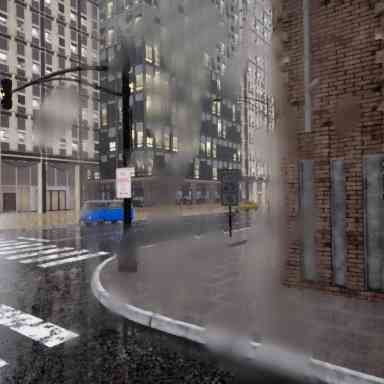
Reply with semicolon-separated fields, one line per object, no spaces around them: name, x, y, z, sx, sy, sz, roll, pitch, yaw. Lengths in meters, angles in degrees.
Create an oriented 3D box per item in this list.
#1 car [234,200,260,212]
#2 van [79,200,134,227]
car;6.885;1.689;41.355;1.752;1.417;4.829;-2;-1;36
van;-5.953;1.460;23.448;1.690;1.788;3.998;-2;-1;36
